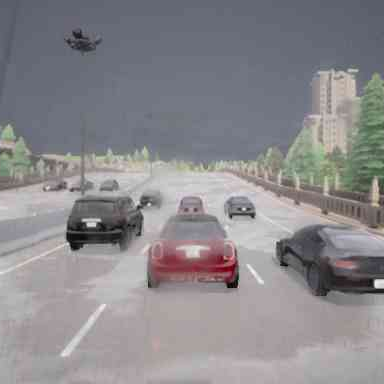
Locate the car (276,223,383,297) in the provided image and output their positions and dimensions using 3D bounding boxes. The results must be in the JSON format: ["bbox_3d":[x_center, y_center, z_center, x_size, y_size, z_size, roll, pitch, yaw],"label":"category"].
[{"bbox_3d":[3.525,1.527,8.464,1.812,1.442,4.674,0,0,0],"label":"car"}]

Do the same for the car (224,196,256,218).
[{"bbox_3d":[3.449,1.022,24.522,2.033,1.411,5.357,0,4,0],"label":"car"}]

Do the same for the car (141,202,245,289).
[{"bbox_3d":[0.028,1.348,9.362,2.097,1.767,4.553,0,0,0],"label":"car"}]

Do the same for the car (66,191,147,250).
[{"bbox_3d":[-3.470,1.153,14.142,2.150,2.045,5.566,0,1,0],"label":"car"}]

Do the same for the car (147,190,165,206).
[{"bbox_3d":[-3.556,0.576,29.956,1.837,1.490,4.892,0,5,0],"label":"car"}]

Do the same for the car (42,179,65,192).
[{"bbox_3d":[-17.803,-0.883,43.422,2.128,1.511,4.902,0,7,0],"label":"car"}]

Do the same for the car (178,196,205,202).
[{"bbox_3d":[-0.051,1.022,24.498,2.033,1.411,5.357,0,4,0],"label":"car"}]

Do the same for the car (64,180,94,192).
[{"bbox_3d":[-14.308,-0.828,43.459,2.033,1.411,5.357,0,7,0],"label":"car"}]

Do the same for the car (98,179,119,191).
[{"bbox_3d":[-10.805,-0.868,43.445,1.837,1.490,4.892,0,7,0],"label":"car"}]
